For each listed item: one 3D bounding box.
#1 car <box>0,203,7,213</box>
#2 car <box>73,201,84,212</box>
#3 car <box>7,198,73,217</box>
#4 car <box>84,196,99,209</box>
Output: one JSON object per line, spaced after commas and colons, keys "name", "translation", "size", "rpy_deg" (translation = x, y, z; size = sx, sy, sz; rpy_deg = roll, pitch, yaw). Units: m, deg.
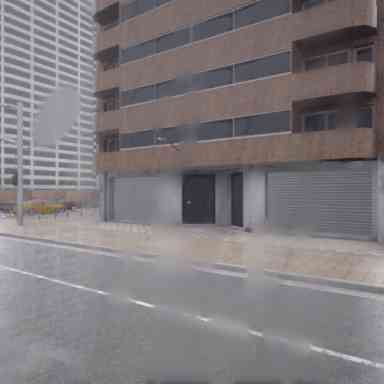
{"name": "car", "translation": [-19.507, 1.547, 37.395], "size": [2.033, 1.411, 5.357], "rpy_deg": [0, 0, 35]}
{"name": "car", "translation": [-15.137, 1.477, 37.555], "size": [1.882, 1.535, 5.008], "rpy_deg": [0, 0, 35]}
{"name": "car", "translation": [-14.489, 1.477, 31.996], "size": [1.882, 1.535, 5.008], "rpy_deg": [0, 0, 35]}
{"name": "car", "translation": [-13.813, 1.564, 45.595], "size": [1.994, 1.385, 4.181], "rpy_deg": [0, 0, 35]}
